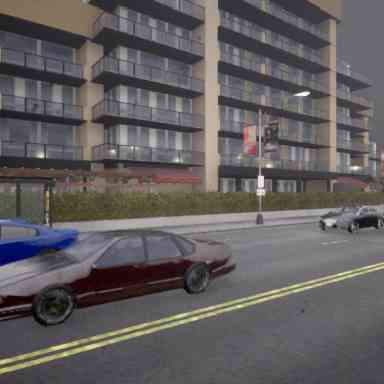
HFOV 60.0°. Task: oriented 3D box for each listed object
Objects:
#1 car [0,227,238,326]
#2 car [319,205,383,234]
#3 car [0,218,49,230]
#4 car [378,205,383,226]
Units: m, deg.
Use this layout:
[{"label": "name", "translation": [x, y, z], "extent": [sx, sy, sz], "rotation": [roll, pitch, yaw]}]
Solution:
[{"label": "car", "translation": [-1.460, 1.547, 7.251], "extent": [5.357, 1.411, 2.033], "rotation": [0, 0, -36]}, {"label": "car", "translation": [9.343, 1.492, 19.277], "extent": [4.902, 1.511, 2.128], "rotation": [0, 0, -36]}, {"label": "car", "translation": [-5.469, 1.478, 8.689], "extent": [5.008, 1.535, 1.882], "rotation": [0, 0, -36]}, {"label": "car", "translation": [15.062, 1.601, 23.228], "extent": [4.181, 1.385, 1.994], "rotation": [0, 0, -36]}]
